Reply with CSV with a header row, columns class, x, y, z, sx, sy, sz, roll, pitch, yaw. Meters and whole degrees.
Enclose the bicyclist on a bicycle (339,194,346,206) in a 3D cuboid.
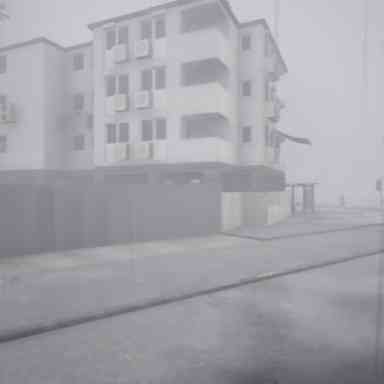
class,x,y,z,sx,sy,sz,roll,pitch,yaw
bicyclist on a bicycle,19.586,1.078,43.329,1.656,1.620,0.582,-1,0,-36
